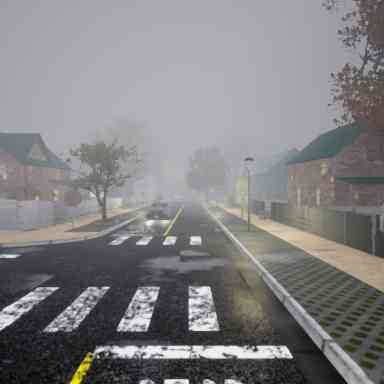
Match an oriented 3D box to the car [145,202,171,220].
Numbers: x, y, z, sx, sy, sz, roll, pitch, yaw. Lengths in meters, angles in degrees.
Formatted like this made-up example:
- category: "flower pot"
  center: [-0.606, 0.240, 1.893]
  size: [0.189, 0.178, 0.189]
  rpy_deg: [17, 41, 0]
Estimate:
- category: "car"
  center: [-2.791, 1.562, 28.813]
  size: [2.033, 1.411, 5.357]
  rpy_deg: [0, 0, 0]
